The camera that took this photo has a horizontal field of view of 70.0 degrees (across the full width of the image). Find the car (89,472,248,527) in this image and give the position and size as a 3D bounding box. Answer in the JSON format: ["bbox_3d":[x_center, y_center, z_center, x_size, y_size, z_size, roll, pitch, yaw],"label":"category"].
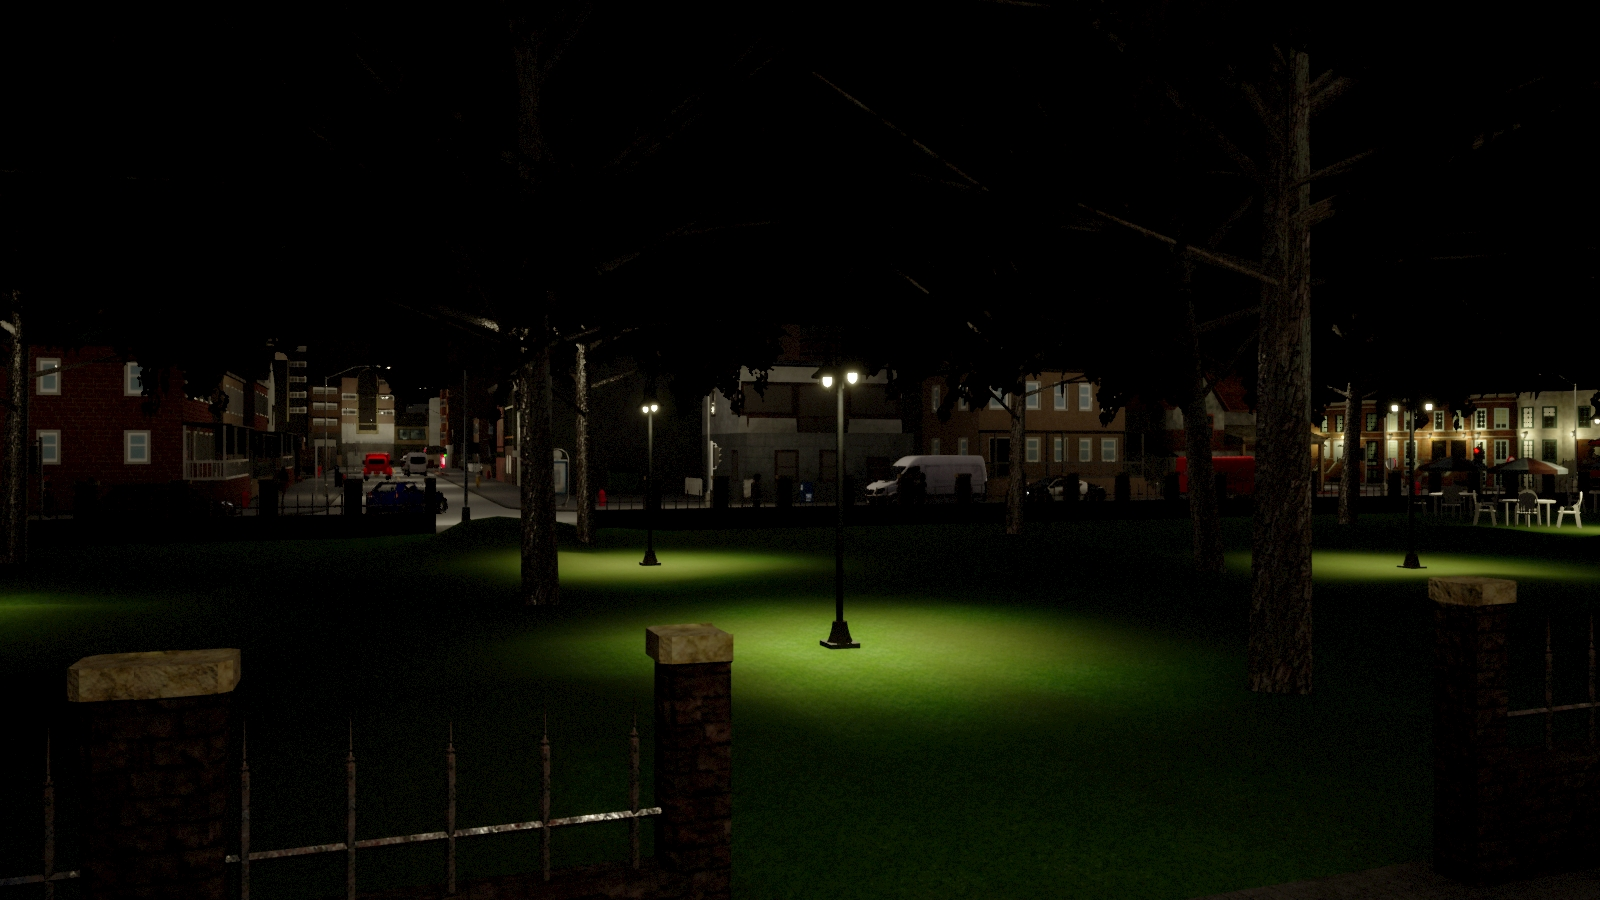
[{"bbox_3d":[-21.863,1.685,39.774,4.553,1.767,2.097,0,0,-20],"label":"car"}]

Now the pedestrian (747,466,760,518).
[{"bbox_3d":[-1.689,1.525,41.501,0.375,1.860,0.375,0,0,-20],"label":"pedestrian"}]

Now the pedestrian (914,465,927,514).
[{"bbox_3d":[4.603,1.525,43.815,0.375,1.860,0.375,0,0,-18],"label":"pedestrian"}]
